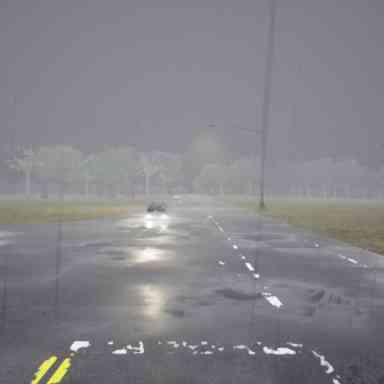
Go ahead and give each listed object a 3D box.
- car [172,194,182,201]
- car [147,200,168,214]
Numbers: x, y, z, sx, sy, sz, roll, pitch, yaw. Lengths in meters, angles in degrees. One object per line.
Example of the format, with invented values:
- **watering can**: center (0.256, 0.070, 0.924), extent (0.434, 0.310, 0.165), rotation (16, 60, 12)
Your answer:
- **car**: center (-3.431, 1.303, 77.636), extent (1.812, 1.442, 4.674), rotation (0, 0, 4)
- **car**: center (-3.544, 1.540, 34.473), extent (1.895, 1.301, 4.718), rotation (0, 0, 0)
